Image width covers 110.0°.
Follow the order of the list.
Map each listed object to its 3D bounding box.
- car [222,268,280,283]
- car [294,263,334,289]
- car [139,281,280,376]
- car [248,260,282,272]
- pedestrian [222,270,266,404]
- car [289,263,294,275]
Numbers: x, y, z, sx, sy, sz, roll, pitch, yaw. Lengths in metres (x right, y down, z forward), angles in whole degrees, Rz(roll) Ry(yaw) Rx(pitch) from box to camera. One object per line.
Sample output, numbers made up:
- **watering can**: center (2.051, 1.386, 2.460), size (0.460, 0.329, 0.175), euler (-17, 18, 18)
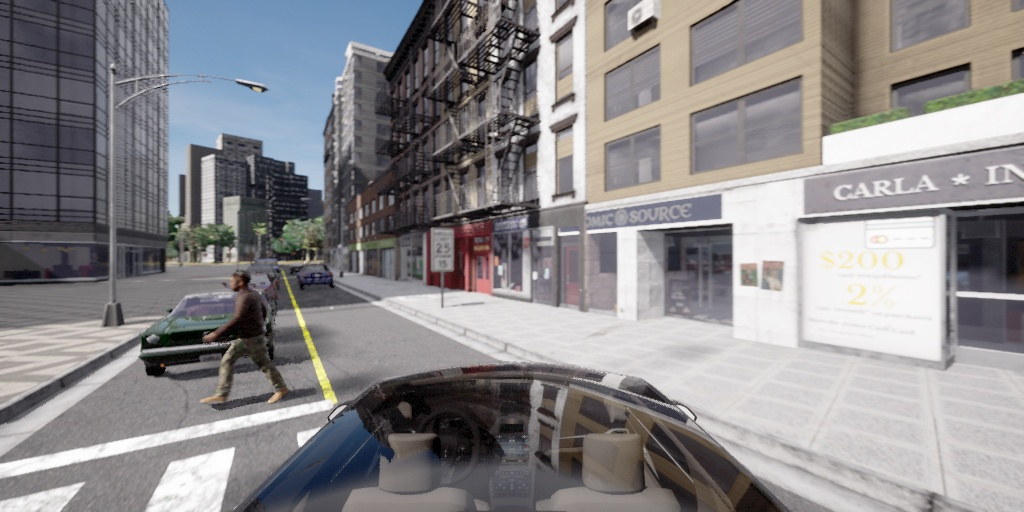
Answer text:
- **car**: center (-11.287, 1.450, 15.573), size (1.812, 1.442, 4.674), euler (0, 0, -33)
- **car**: center (-14.418, 1.363, 26.193), size (2.097, 1.767, 4.553), euler (0, 0, -33)
- **car**: center (-6.348, 1.441, 7.964), size (1.895, 1.301, 4.718), euler (0, -1, -33)
- **car**: center (-16.729, 1.360, 23.903), size (2.097, 1.767, 4.553), euler (0, 0, -33)
- **pedestrian**: center (-3.603, 1.093, 4.837), size (0.375, 1.860, 0.375), euler (-1, 0, -33)
- **car**: center (-28.010, 1.648, 47.068), size (1.882, 1.535, 5.008), euler (0, 0, -33)
